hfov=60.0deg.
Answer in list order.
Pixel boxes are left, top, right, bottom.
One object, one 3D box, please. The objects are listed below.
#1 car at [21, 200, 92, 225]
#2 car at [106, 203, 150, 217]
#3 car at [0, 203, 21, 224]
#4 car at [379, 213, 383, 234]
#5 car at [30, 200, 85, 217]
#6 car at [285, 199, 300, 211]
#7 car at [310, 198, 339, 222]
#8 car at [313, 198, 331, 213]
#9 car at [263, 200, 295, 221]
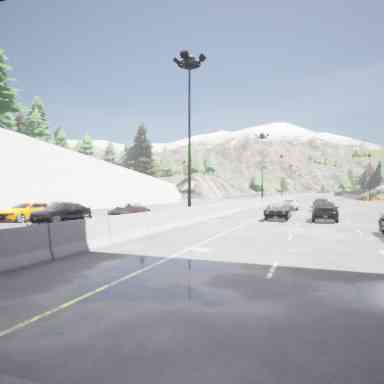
[{"bbox_3d":[-9.300,1.477,23.861,1.882,1.535,5.008,0,0,20],"label":"car"},{"bbox_3d":[-4.856,1.563,25.780,1.994,1.385,4.181,0,0,20],"label":"car"},{"bbox_3d":[-12.445,1.477,25.445,1.882,1.535,5.008,0,0,20],"label":"car"},{"bbox_3d":[10.482,1.490,16.231,2.128,1.511,4.902,0,0,20],"label":"car"},{"bbox_3d":[-13.272,1.546,33.296,2.033,1.411,5.357,0,0,20],"label":"car"},{"bbox_3d":[11.966,1.522,40.441,1.812,1.442,4.674,0,0,20],"label":"car"},{"bbox_3d":[10.393,1.503,26.087,1.837,1.490,4.892,0,0,20],"label":"car"},{"bbox_3d":[15.134,1.501,38.910,1.837,1.490,4.892,0,0,20],"label":"car"},{"bbox_3d":[7.139,1.598,27.375,1.895,1.301,4.718,0,0,20],"label":"car"}]
